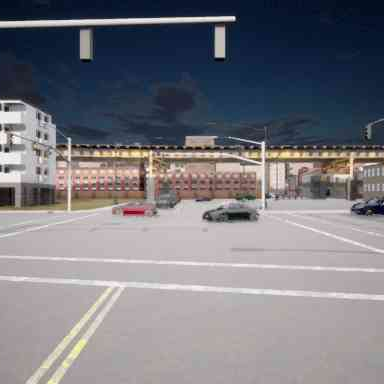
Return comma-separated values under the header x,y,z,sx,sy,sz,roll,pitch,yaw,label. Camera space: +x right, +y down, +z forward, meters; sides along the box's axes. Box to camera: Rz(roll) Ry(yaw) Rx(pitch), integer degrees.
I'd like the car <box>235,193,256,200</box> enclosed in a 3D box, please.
x,y,z,sx,sy,sz,roll,pitch,yaw,label
13.436,1.225,84.038,5.566,2.045,2.150,0,0,-24,car

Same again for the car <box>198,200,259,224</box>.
x,y,z,sx,sy,sz,roll,pitch,yaw,label
2.819,1.525,24.314,4.181,1.385,1.994,0,0,-25,car

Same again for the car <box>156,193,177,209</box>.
x,y,z,sx,sy,sz,roll,pitch,yaw,label
-3.631,1.221,45.559,2.150,2.045,5.566,0,0,1,car

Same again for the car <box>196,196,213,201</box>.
x,y,z,sx,sy,sz,roll,pitch,yaw,label
2.860,1.540,74.695,2.033,1.411,5.357,0,0,31,car

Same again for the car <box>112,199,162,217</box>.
x,y,z,sx,sy,sz,roll,pitch,yaw,label
-5.194,1.548,30.505,4.181,1.385,1.994,0,-1,3,car

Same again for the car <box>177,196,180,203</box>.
x,y,z,sx,sy,sz,roll,pitch,yaw,label
-3.642,1.221,55.962,2.150,2.045,5.566,0,0,0,car

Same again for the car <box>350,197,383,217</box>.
x,y,z,sx,sy,sz,roll,pitch,yaw,label
16.599,1.235,29.582,4.553,1.767,2.097,0,0,1,car
